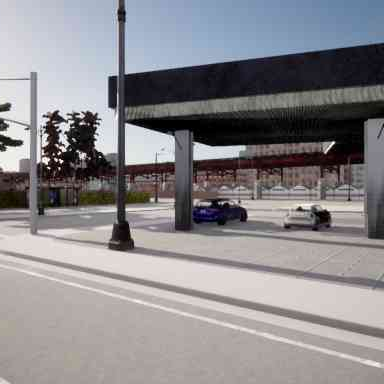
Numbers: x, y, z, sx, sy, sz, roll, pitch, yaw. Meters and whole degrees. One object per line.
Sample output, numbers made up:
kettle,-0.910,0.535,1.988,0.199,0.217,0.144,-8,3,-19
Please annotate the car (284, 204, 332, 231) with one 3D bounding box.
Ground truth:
car,7.112,1.456,20.206,1.970,1.475,3.806,0,0,37

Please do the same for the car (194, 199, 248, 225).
car,2.032,1.295,22.995,2.242,1.667,4.611,0,0,37
